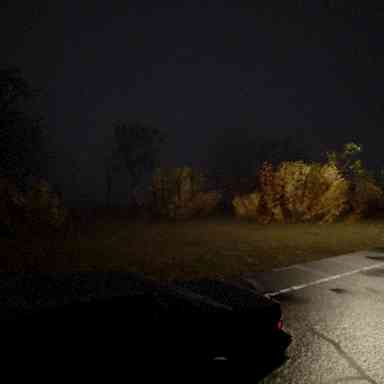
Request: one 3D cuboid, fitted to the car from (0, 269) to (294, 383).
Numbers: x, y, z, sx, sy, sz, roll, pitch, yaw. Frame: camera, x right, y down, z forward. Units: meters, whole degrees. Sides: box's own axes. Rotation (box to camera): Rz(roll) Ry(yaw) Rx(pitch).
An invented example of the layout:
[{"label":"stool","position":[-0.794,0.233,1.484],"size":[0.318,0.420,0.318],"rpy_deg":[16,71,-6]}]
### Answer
[{"label":"car","position":[-1.379,1.549,3.027],"size":[5.357,1.411,2.033],"rpy_deg":[0,0,-36]}]
